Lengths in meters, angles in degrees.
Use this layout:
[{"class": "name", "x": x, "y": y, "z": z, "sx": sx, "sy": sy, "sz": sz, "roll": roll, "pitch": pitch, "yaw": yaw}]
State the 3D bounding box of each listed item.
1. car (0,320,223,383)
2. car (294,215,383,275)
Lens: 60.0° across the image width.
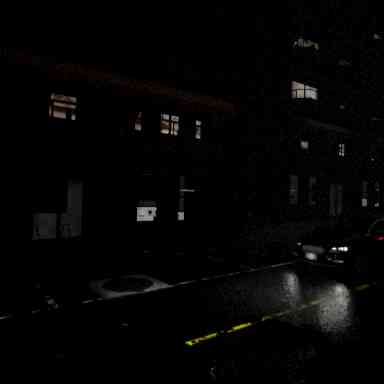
[{"class": "car", "x": -1.919, "y": 1.504, "z": 1.788, "sx": 4.892, "sy": 1.490, "sz": 1.837, "roll": 0, "pitch": 0, "yaw": -36}, {"class": "car", "x": 5.257, "y": 1.497, "z": 10.532, "sx": 4.902, "sy": 1.511, "sz": 2.128, "roll": 0, "pitch": 0, "yaw": -36}]
